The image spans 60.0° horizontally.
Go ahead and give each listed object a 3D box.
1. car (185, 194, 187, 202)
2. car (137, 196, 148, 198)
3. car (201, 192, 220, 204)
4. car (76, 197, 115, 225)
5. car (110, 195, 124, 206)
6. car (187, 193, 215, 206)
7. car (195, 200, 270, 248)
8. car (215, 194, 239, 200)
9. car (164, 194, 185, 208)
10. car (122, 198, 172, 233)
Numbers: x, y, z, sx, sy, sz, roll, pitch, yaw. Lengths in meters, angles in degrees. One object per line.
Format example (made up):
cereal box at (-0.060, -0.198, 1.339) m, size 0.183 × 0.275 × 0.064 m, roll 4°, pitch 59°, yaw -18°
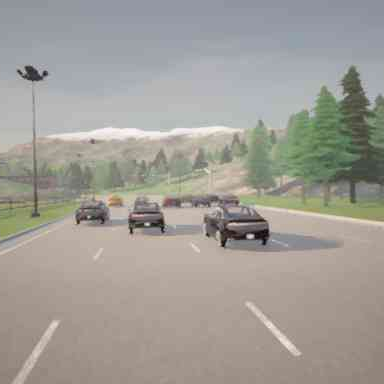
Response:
car at (-0.721, 0.967, 50.880) m, size 2.128 × 1.511 × 4.902 m, roll -1°, pitch 1°, yaw -9°
car at (-5.978, 1.222, 40.091) m, size 2.033 × 1.411 × 5.357 m, roll -1°, pitch 1°, yaw -9°
car at (2.750, 0.890, 51.341) m, size 1.882 × 1.535 × 5.008 m, roll -1°, pitch 1°, yaw -9°
car at (-6.823, 1.356, 23.201) m, size 2.128 × 1.511 × 4.902 m, roll -1°, pitch 0°, yaw -9°
car at (-10.413, 1.166, 45.648) m, size 1.882 × 1.535 × 5.008 m, roll -1°, pitch 1°, yaw -9°
car at (1.038, 1.060, 40.527) m, size 1.837 × 1.490 × 4.892 m, roll -1°, pitch 1°, yaw -9°
car at (1.684, 1.315, 13.966) m, size 2.128 × 1.511 × 4.902 m, roll -1°, pitch 1°, yaw -8°
car at (4.480, 0.997, 41.160) m, size 1.837 × 1.490 × 4.892 m, roll -1°, pitch 1°, yaw -9°
car at (-2.487, 1.091, 40.396) m, size 1.882 × 1.535 × 5.008 m, roll -1°, pitch 1°, yaw -9°
car at (-2.553, 1.336, 18.560) m, size 2.128 × 1.511 × 4.902 m, roll -1°, pitch 1°, yaw -9°
